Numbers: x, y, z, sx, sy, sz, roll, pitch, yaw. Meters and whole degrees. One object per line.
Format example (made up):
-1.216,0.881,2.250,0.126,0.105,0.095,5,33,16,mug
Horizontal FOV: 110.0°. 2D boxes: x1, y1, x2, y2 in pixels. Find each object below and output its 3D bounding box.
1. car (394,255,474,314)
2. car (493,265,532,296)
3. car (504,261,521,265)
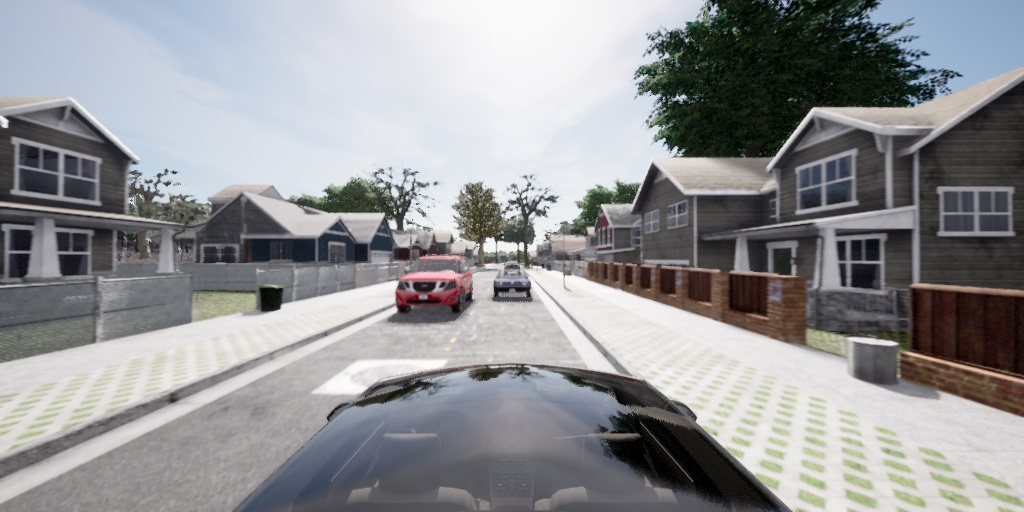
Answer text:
-2.821,0.980,14.242,2.150,2.045,5.566,0,0,0,car
0.023,1.366,19.205,1.895,1.301,4.718,0,0,0,car
0.035,1.376,43.330,1.837,1.490,4.892,0,0,0,car
